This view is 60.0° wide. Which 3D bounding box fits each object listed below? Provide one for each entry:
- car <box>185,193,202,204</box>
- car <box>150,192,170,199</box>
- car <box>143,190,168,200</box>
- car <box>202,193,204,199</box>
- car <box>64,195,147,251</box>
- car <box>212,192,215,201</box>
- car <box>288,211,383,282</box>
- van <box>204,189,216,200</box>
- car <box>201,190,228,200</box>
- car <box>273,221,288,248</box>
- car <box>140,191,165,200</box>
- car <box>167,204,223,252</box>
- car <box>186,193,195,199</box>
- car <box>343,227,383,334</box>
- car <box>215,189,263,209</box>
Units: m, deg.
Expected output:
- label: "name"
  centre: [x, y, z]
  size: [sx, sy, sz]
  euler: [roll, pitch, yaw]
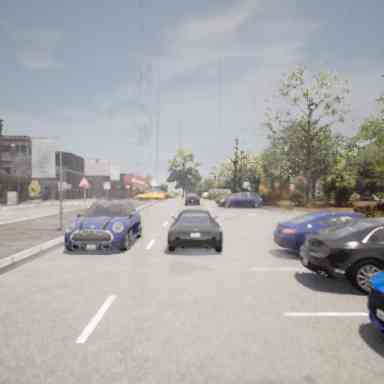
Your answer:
- label: "car"
  centre: [0.051, 0.889, 43.421]
  size: [1.812, 1.442, 4.674]
  euler: [0, 1, 0]
- label: "car"
  centre: [-7.534, 0.801, 78.021]
  size: [4.553, 1.767, 2.185]
  euler: [0, -1, -1]
- label: "car"
  centre: [-7.559, 0.745, 59.921]
  size: [5.366, 1.575, 1.946]
  euler: [0, 0, 0]
- label: "car"
  centre: [5.060, 0.753, 62.175]
  size: [5.366, 1.575, 1.946]
  euler: [0, 0, 0]
- label: "car"
  centre: [-3.262, 1.157, 13.026]
  size: [2.097, 1.767, 4.553]
  euler: [0, 1, 0]
- label: "car"
  centre: [5.048, 0.952, 38.587]
  size: [4.674, 1.452, 2.002]
  euler: [0, 1, 0]
- label: "car"
  centre: [5.080, 1.364, 7.808]
  size: [4.892, 1.521, 2.231]
  euler: [0, 1, 0]
- label: "van"
  centre: [4.782, 0.523, 59.379]
  size: [4.442, 1.987, 1.878]
  euler: [0, 0, 0]
- label: "car"
  centre: [4.774, 0.567, 70.554]
  size: [5.566, 2.045, 2.435]
  euler: [0, -1, -1]
- label: "car"
  centre: [5.083, 1.354, 11.084]
  size: [4.674, 1.452, 2.002]
  euler: [0, 1, 0]
- label: "car"
  centre: [-7.369, 0.630, 62.841]
  size: [4.553, 1.767, 2.185]
  euler: [0, 0, -1]
- label: "car"
  centre: [0.108, 1.370, 13.032]
  size: [1.994, 1.385, 4.181]
  euler: [0, 1, 0]
- label: "car"
  centre: [-0.391, 0.928, 78.130]
  size: [1.882, 1.535, 5.008]
  euler: [0, -1, -1]
- label: "car"
  centre: [5.091, 1.411, 4.535]
  size: [5.008, 1.535, 2.097]
  euler: [0, 1, 0]
- label: "car"
  centre: [5.120, 0.831, 35.415]
  size: [4.553, 1.767, 2.185]
  euler: [0, 1, 0]
